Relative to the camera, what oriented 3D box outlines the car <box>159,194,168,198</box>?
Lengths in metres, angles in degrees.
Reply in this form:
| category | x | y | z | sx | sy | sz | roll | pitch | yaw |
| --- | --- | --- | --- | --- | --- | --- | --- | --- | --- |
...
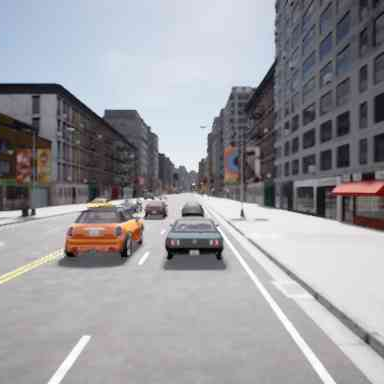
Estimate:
| category | x | y | z | sx | sy | sz | roll | pitch | yaw |
| --- | --- | --- | --- | --- | --- | --- | --- | --- | --- |
| car | -6.536 | 1.235 | 76.651 | 2.128 | 1.511 | 4.902 | 0 | 0 | 0 |

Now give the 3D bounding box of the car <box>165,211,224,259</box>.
| category | x | y | z | sx | sy | sz | roll | pitch | yaw |
| --- | --- | --- | --- | --- | --- | --- | --- | --- | --- |
| car | 0.086 | 1.597 | 12.574 | 1.895 | 1.301 | 4.718 | 0 | 0 | 0 |

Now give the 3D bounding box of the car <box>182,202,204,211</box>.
| category | x | y | z | sx | sy | sz | roll | pitch | yaw |
| --- | --- | --- | --- | --- | --- | --- | --- | --- | --- |
| car | 0.079 | 1.559 | 29.822 | 1.994 | 1.385 | 4.181 | 0 | 0 | 0 |

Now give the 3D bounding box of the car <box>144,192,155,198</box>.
| category | x | y | z | sx | sy | sz | roll | pitch | yaw |
| --- | --- | --- | --- | --- | --- | --- | --- | --- | --- |
| car | -9.786 | 0.935 | 76.620 | 2.150 | 2.045 | 5.566 | 0 | 0 | 0 |

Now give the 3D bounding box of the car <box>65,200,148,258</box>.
| category | x | y | z | sx | sy | sz | roll | pitch | yaw |
| --- | --- | --- | --- | --- | --- | --- | --- | --- | --- |
| car | -3.167 | 1.348 | 12.921 | 2.097 | 1.767 | 4.553 | 0 | 0 | 0 |

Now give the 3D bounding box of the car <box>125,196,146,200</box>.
| category | x | y | z | sx | sy | sz | roll | pitch | yaw |
| --- | --- | --- | --- | --- | --- | --- | --- | --- | --- |
| car | -6.613 | 1.487 | 35.969 | 2.128 | 1.511 | 4.902 | 0 | 0 | 0 |

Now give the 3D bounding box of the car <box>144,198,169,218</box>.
| category | x | y | z | sx | sy | sz | roll | pitch | yaw |
| --- | --- | --- | --- | --- | --- | --- | --- | --- | --- |
| car | -3.171 | 1.521 | 30.266 | 1.812 | 1.442 | 4.674 | 0 | 0 | 0 |
